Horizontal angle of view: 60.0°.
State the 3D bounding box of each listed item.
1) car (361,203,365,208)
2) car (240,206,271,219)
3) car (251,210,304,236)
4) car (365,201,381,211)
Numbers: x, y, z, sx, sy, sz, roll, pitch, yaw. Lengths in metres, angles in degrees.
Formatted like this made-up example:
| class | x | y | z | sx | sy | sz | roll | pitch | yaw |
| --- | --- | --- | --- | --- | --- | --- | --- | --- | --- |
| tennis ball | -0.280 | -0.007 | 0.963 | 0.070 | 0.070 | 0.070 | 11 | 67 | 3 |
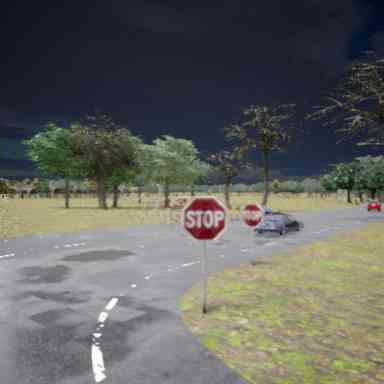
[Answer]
| class | x | y | z | sx | sy | sz | roll | pitch | yaw |
| --- | --- | --- | --- | --- | --- | --- | --- | --- | --- |
| car | 43.983 | 3.290 | 83.645 | 1.895 | 1.301 | 4.718 | 1 | 0 | 38 |
| car | 7.003 | 2.264 | 35.932 | 1.882 | 1.535 | 5.008 | 1 | 0 | 38 |
| car | 6.109 | 2.206 | 23.355 | 2.033 | 1.411 | 5.357 | 1 | -1 | 38 |
| car | 36.312 | 2.722 | 66.254 | 2.150 | 2.045 | 5.566 | 1 | 0 | 31 |
